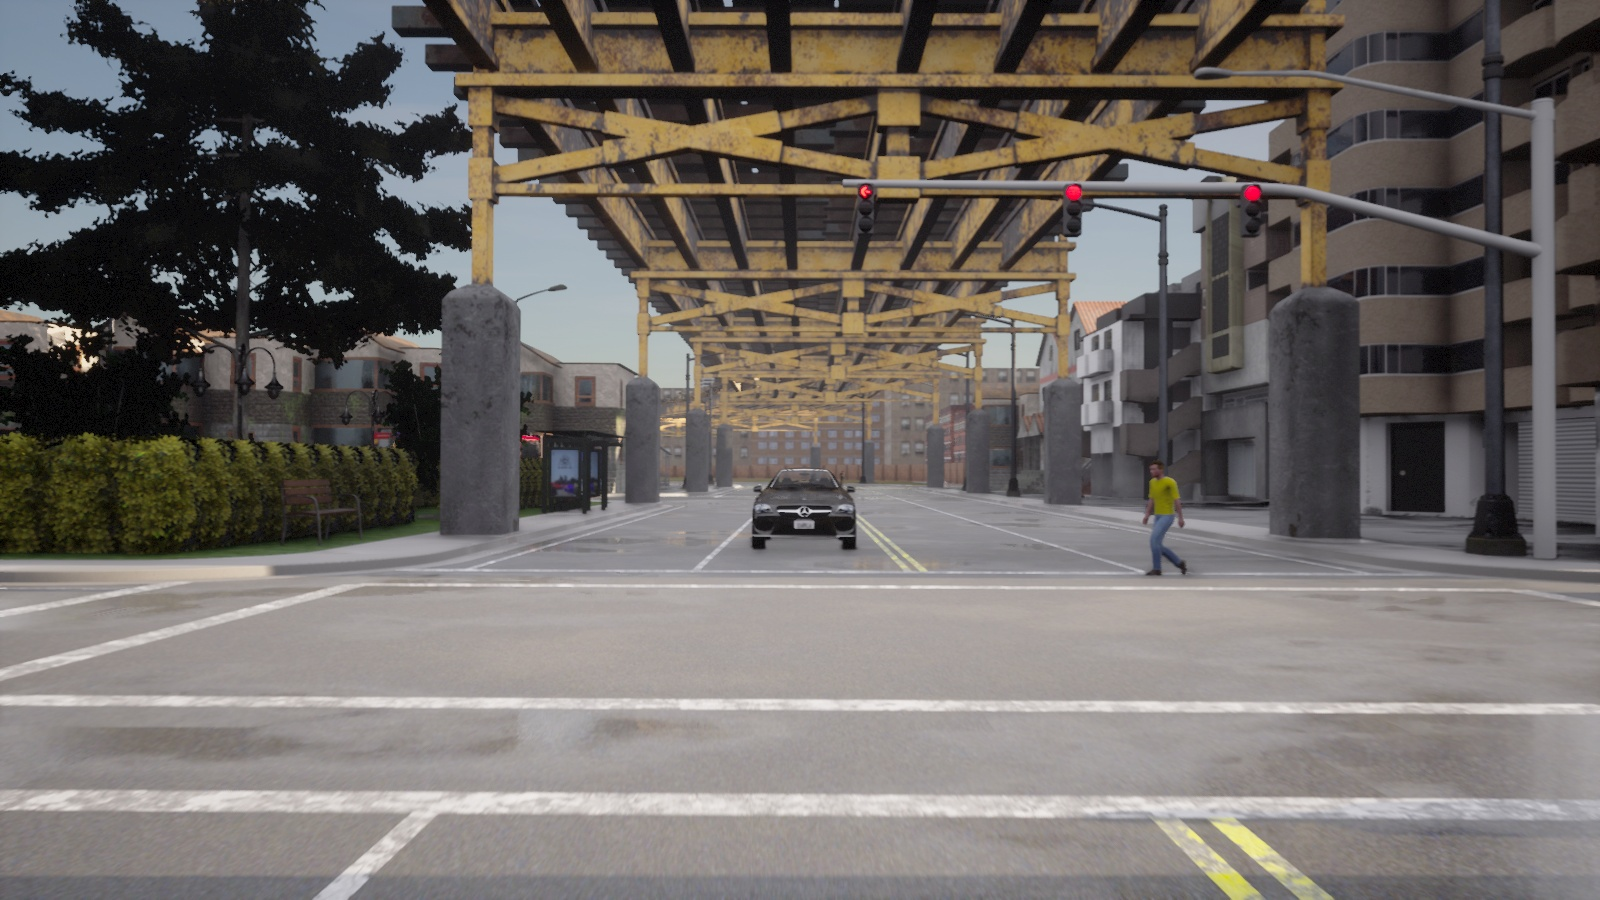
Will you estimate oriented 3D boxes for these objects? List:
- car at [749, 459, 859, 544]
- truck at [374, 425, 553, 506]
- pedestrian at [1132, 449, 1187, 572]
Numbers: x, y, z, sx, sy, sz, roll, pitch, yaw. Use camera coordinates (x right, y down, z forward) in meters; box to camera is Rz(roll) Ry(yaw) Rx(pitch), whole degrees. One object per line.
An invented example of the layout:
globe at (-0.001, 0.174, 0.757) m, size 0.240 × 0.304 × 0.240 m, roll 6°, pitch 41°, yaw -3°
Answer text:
car at (0.088, 1.047, 27.130) m, size 2.152 × 1.651 × 5.027 m, roll 0°, pitch -1°, yaw 0°
truck at (-16.961, 0.786, 63.766) m, size 8.468 × 3.827 × 2.891 m, roll 1°, pitch -1°, yaw -45°
pedestrian at (5.461, 0.912, 19.073) m, size 0.706 × 1.836 × 0.354 m, roll 0°, pitch -1°, yaw -16°
